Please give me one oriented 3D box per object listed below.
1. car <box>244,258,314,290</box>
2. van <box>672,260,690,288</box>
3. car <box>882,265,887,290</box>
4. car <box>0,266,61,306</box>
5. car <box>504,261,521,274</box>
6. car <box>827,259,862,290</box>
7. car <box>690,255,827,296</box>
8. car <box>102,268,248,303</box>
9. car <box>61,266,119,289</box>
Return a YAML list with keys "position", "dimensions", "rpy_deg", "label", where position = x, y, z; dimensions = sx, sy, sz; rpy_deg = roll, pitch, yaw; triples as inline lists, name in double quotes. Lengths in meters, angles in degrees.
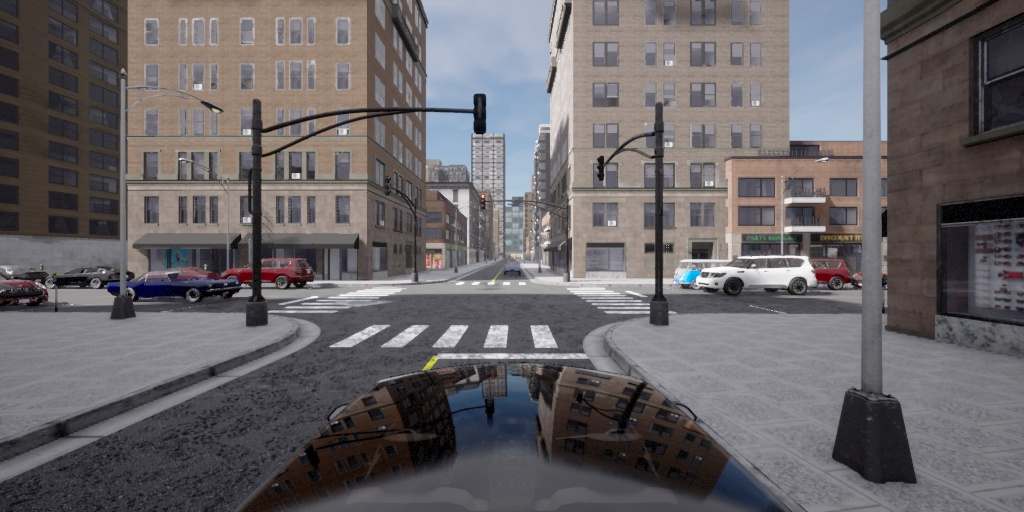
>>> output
- position: [-14.904, 1.059, 22.081]
  dimensions: [5.009, 1.841, 2.192]
  rpy_deg: [0, 0, 0]
  label: "car"
- position: [12.043, 1.108, 21.918]
  dimensions: [3.998, 1.789, 1.690]
  rpy_deg: [0, 0, 0]
  label: "van"
- position: [23.235, 1.216, 21.850]
  dimensions: [4.097, 1.591, 1.967]
  rpy_deg: [0, 0, 0]
  label: "car"
- position: [-20.454, 1.179, 13.589]
  dimensions: [4.097, 1.591, 1.967]
  rpy_deg: [0, 0, 0]
  label: "car"
- position: [0.045, 1.316, 40.557]
  dimensions: [2.033, 1.411, 5.357]
  rpy_deg: [0, 0, 0]
  label: "car"
- position: [17.639, 1.086, 21.884]
  dimensions: [5.009, 1.841, 2.192]
  rpy_deg: [0, 0, 0]
  label: "car"
- position: [12.964, 0.990, 19.153]
  dimensions: [5.566, 2.045, 2.150]
  rpy_deg: [0, 0, 0]
  label: "car"
- position: [-14.997, 1.345, 16.139]
  dimensions: [4.718, 1.301, 1.895]
  rpy_deg: [0, 0, 3]
  label: "car"
- position: [-25.951, 1.300, 22.148]
  dimensions: [4.313, 1.339, 1.948]
  rpy_deg: [0, 0, 0]
  label: "car"
